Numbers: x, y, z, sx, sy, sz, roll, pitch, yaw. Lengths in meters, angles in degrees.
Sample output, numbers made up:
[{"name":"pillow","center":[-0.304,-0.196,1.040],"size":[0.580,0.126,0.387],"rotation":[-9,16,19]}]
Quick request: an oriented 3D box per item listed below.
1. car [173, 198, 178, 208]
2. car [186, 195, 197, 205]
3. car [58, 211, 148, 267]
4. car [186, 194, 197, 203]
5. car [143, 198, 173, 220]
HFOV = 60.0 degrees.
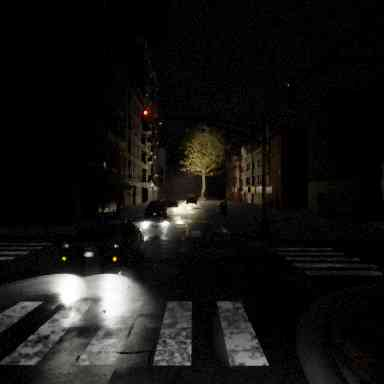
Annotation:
[{"name":"car","center":[-2.960,1.541,46.713],"size":[1.994,1.385,4.181],"rotation":[0,0,0]},{"name":"car","center":[-0.052,1.454,59.363],"size":[1.882,1.535,5.008],"rotation":[0,0,0]},{"name":"car","center":[-2.874,1.553,11.276],"size":[1.994,1.385,4.181],"rotation":[0,0,0]},{"name":"car","center":[-0.077,1.329,69.338],"size":[2.097,1.767,4.553],"rotation":[0,0,0]},{"name":"car","center":[-2.924,1.489,28.217],"size":[1.837,1.490,4.892],"rotation":[0,0,0]}]
